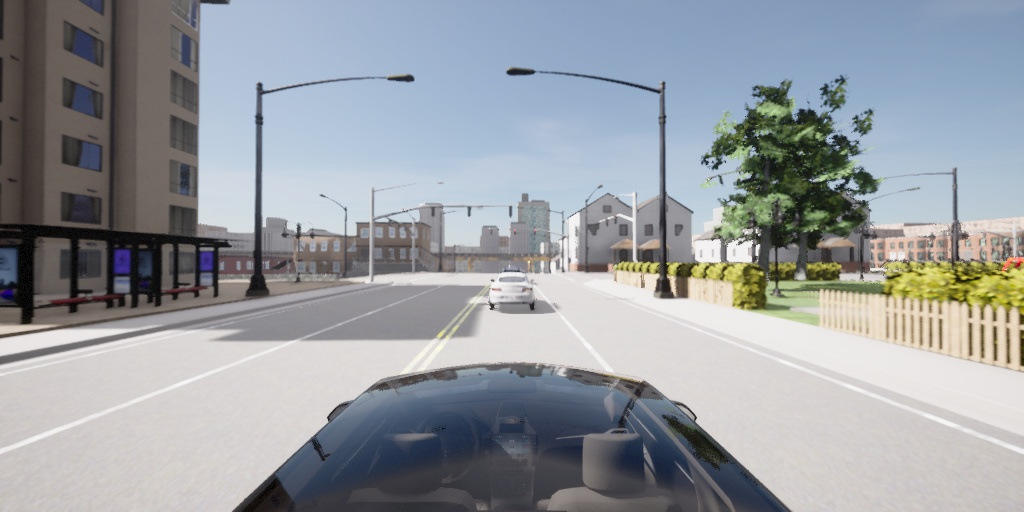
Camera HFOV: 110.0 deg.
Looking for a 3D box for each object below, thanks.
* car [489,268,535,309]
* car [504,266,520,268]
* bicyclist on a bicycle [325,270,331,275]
[{"bbox_3d":[0.013,1.431,15.731,1.812,1.442,4.674,0,0,0],"label":"car"},{"bbox_3d":[0.005,1.560,30.331,2.128,1.511,4.902,0,0,0],"label":"car"},{"bbox_3d":[-25.679,2.751,50.252,0.582,1.620,1.656,-8,0,0],"label":"bicyclist on a bicycle"}]
